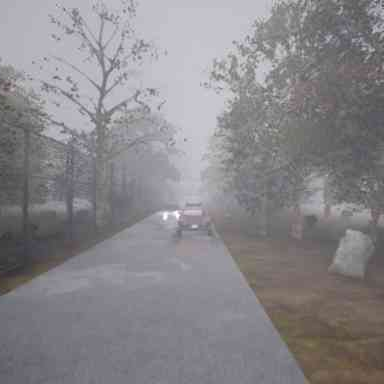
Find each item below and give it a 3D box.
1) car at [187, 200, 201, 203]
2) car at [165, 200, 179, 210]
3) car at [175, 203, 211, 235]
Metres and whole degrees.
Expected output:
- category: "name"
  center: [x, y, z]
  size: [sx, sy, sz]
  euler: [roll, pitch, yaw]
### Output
- category: "car"
  center: [0.217, 1.591, 37.403]
  size: [1.882, 1.535, 5.008]
  euler: [0, 0, 0]
- category: "car"
  center: [-2.588, 1.769, 44.761]
  size: [1.895, 1.301, 4.718]
  euler: [0, 0, 0]
- category: "car"
  center: [0.134, 1.578, 19.255]
  size: [1.812, 1.442, 4.674]
  euler: [0, 0, 0]
